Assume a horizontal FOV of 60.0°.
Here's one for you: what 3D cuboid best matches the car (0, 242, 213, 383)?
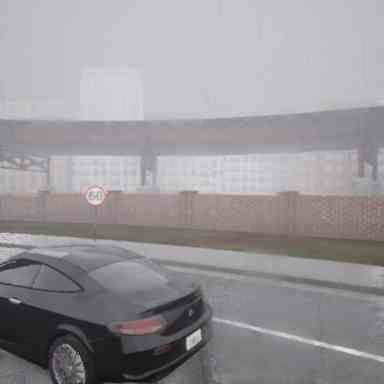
[{"bbox_3d":[-1.943,1.497,4.961,4.674,1.442,1.812,0,1,32],"label":"car"}]
